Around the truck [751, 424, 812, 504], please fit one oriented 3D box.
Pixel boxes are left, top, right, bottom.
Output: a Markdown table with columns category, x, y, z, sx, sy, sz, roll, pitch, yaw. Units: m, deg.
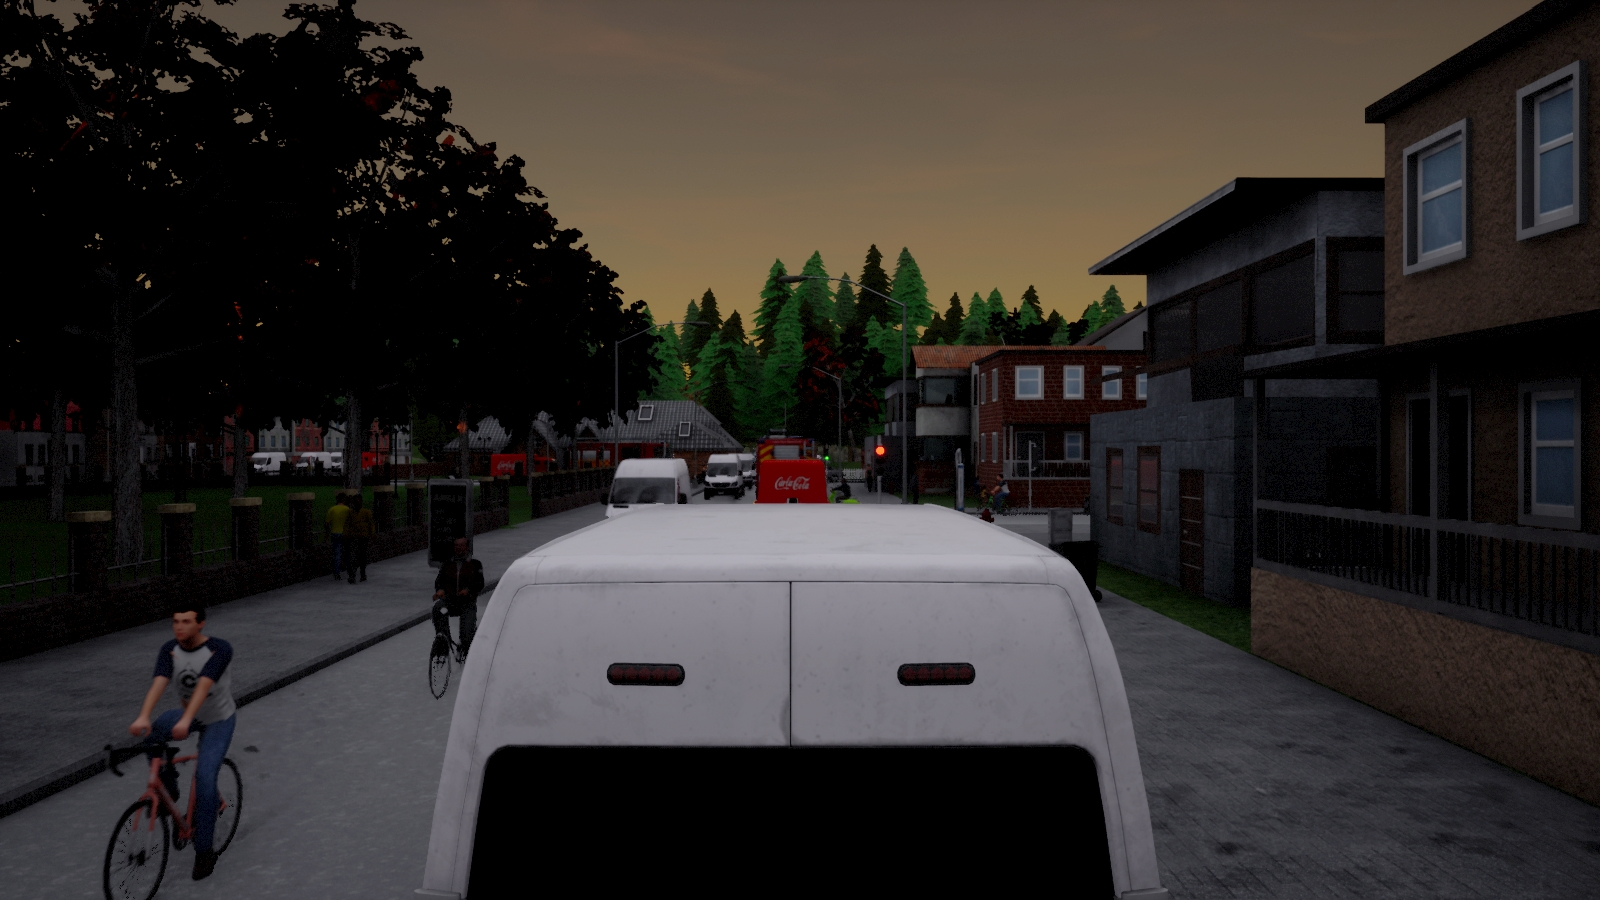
| category | x | y | z | sx | sy | sz | roll | pitch | yaw |
| --- | --- | --- | --- | --- | --- | --- | --- | --- | --- |
| truck | -1.049 | 0.670 | 58.997 | 2.891 | 3.827 | 8.468 | 0 | 0 | -2 |

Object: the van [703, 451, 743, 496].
| category | x | y | z | sx | sy | sz | roll | pitch | yaw |
| --- | --- | --- | --- | --- | --- | --- | --- | --- | --- |
| van | -4.457 | 1.314 | 66.858 | 1.988 | 2.561 | 5.915 | 0 | 0 | 0 |

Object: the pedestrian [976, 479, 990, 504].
| category | x | y | z | sx | sy | sz | roll | pitch | yaw |
| --- | --- | --- | --- | --- | --- | --- | --- | --- | --- |
| pedestrian | 8.327 | 1.896 | 51.993 | 0.500 | 1.100 | 0.500 | 0 | 0 | -7 |

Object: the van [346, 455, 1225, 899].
| category | x | y | z | sx | sy | sz | roll | pitch | yaw |
| --- | --- | --- | --- | --- | --- | --- | --- | --- | --- |
| van | -0.041 | 1.314 | 5.541 | 1.988 | 2.561 | 5.915 | 0 | 0 | 0 |

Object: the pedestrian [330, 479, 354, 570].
| category | x | y | z | sx | sy | sz | roll | pitch | yaw |
| --- | --- | --- | --- | --- | --- | --- | --- | --- | --- |
| pedestrian | -9.486 | 1.526 | 23.668 | 0.375 | 1.860 | 0.375 | 0 | 0 | -3 |

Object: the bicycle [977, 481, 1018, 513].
| category | x | y | z | sx | sy | sz | roll | pitch | yaw |
| --- | --- | --- | --- | --- | --- | --- | --- | --- | --- |
| bicycle | 8.218 | 1.936 | 47.482 | 1.643 | 1.296 | 0.373 | 0 | 1 | -2 |

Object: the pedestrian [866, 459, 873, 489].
| category | x | y | z | sx | sy | sz | roll | pitch | yaw |
| --- | --- | --- | --- | --- | --- | --- | --- | --- | --- |
| pedestrian | 4.329 | 1.524 | 71.268 | 0.375 | 1.860 | 0.375 | 0 | 0 | -15 |

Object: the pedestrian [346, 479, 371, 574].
| category | x | y | z | sx | sy | sz | roll | pitch | yaw |
| --- | --- | --- | --- | --- | --- | --- | --- | --- | --- |
| pedestrian | -8.853 | 1.525 | 22.900 | 0.375 | 1.860 | 0.375 | 0 | 0 | -5 |

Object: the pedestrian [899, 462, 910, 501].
| category | x | y | z | sx | sy | sz | roll | pitch | yaw |
| --- | --- | --- | --- | --- | --- | --- | --- | --- | --- |
| pedestrian | 5.005 | 1.517 | 54.890 | 0.375 | 1.860 | 0.375 | 0 | 0 | -28 |

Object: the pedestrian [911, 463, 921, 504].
| category | x | y | z | sx | sy | sz | roll | pitch | yaw |
| --- | --- | --- | --- | --- | --- | --- | --- | --- | --- |
| pedestrian | 5.293 | 1.516 | 52.293 | 0.375 | 1.860 | 0.375 | 0 | 0 | 21 |

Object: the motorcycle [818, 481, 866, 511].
| category | x | y | z | sx | sy | sz | roll | pitch | yaw |
| --- | --- | --- | --- | --- | --- | --- | --- | --- | --- |
| motorcycle | 1.781 | 1.962 | 48.457 | 1.805 | 1.236 | 0.856 | 0 | -3 | 21 |

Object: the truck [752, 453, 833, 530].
| category | x | y | z | sx | sy | sz | roll | pitch | yaw |
| --- | --- | --- | --- | --- | --- | --- | --- | --- | --- |
| truck | -0.258 | 1.348 | 39.562 | 2.627 | 2.467 | 5.204 | 0 | 0 | 0 |

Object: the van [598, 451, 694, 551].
| category | x | y | z | sx | sy | sz | roll | pitch | yaw |
| --- | --- | --- | --- | --- | --- | --- | --- | --- | --- |
| van | -4.231 | 1.314 | 32.321 | 1.988 | 2.561 | 5.915 | 0 | 0 | -1 |
